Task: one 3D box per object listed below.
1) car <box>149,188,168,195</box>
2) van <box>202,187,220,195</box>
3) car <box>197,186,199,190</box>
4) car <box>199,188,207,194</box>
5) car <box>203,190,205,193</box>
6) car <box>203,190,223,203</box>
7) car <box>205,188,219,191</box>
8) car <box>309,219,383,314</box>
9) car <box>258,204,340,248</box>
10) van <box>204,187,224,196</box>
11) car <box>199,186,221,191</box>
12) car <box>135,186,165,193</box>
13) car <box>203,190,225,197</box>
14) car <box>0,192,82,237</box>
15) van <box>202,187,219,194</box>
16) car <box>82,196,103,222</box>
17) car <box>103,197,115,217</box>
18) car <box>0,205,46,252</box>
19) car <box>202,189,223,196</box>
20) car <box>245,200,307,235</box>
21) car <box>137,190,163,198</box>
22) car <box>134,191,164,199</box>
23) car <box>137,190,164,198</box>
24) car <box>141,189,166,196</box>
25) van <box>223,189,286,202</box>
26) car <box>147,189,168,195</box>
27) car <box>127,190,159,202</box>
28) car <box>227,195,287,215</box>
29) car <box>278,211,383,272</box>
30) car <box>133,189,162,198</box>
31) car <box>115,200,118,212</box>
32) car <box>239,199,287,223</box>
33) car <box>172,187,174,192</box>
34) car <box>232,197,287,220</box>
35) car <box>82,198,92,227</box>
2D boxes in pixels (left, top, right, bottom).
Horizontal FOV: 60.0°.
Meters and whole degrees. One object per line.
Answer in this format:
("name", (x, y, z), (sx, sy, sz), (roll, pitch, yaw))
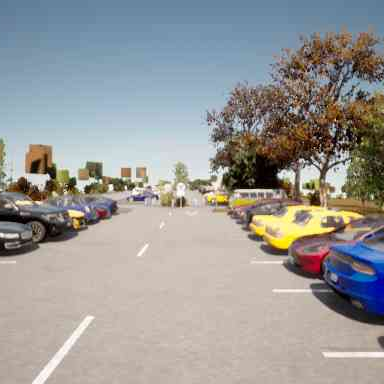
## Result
("car", (-8.320, -0.189, 82.870), (4.553, 1.767, 2.185), (0, 2, 0))
("van", (4.620, -0.285, 82.799), (4.442, 1.987, 1.878), (0, 2, 0))
("car", (4.691, -0.587, 93.891), (5.566, 2.045, 2.435), (0, 1, 0))
("car", (4.559, 0.546, 63.449), (5.366, 1.575, 1.946), (0, 2, 0))
("car", (4.720, 0.763, 57.913), (4.792, 1.488, 2.163), (0, 2, 0))
("car", (4.748, 0.914, 52.498), (5.008, 1.535, 2.097), (0, 2, 0))
("car", (4.783, 0.696, 55.264), (4.553, 1.767, 2.185), (0, 2, 0))
("car", (5.035, 1.401, 5.997), (5.008, 1.535, 2.097), (0, 0, 0))
("car", (5.226, 1.341, 11.443), (5.366, 1.575, 1.946), (0, 1, 0))
("van", (4.852, -0.048, 74.639), (4.442, 1.987, 1.878), (0, 2, 0))
("car", (4.769, 0.113, 68.978), (5.566, 2.045, 2.435), (0, 2, 0))
("car", (-8.305, 0.388, 60.674), (5.566, 2.045, 2.435), (0, 2, 0))
("car", (4.709, 0.301, 71.755), (4.792, 1.488, 2.163), (0, 2, 0))
("car", (-8.011, 1.047, 14.170), (5.566, 2.045, 2.435), (0, 1, 0))
("van", (4.840, -0.425, 88.354), (4.442, 1.987, 1.878), (0, 1, 0))
("car", (-8.009, 1.053, 19.744), (4.553, 1.767, 2.185), (0, 1, 0))
("car", (-8.011, 1.136, 22.533), (4.792, 1.488, 2.163), (0, 1, 0))
("car", (-8.046, 1.345, 11.386), (4.892, 1.521, 2.231), (0, 1, 0))
("car", (4.762, 0.121, 77.417), (4.792, 1.488, 2.163), (0, 2, 0))
("car", (5.226, 1.295, 14.238), (5.366, 1.575, 1.946), (0, 1, 0))
("car", (-8.331, 0.455, 66.232), (4.892, 1.521, 2.231), (0, 2, 0))
("car", (-8.150, 0.544, 63.457), (5.366, 1.575, 1.946), (0, 2, 0))
("car", (-8.525, 0.359, 69.006), (5.366, 1.575, 1.946), (0, 2, 0))
("car", (-8.530, 0.172, 74.676), (5.366, 1.575, 1.946), (0, 2, 0))
("van", (4.913, 0.809, 25.392), (4.442, 1.987, 1.878), (-1, 1, 0))
("car", (-8.355, 0.013, 80.094), (4.892, 1.521, 2.231), (0, 2, 0))
("car", (-8.358, 0.854, 55.134), (4.792, 1.488, 2.163), (0, 2, 0))
("car", (5.043, 1.143, 22.726), (4.674, 1.452, 2.002), (0, 1, 0))
("car", (5.011, 1.408, 8.788), (4.792, 1.488, 2.163), (0, 1, 0))
("car", (-8.325, 0.732, 57.908), (5.008, 1.535, 2.097), (0, 2, 0))
("car", (-8.069, 1.064, 25.316), (4.792, 1.488, 2.163), (0, 1, 0))
("car", (5.069, 1.272, 17.031), (4.792, 1.488, 2.163), (0, 1, 0))
("car", (-8.390, -0.310, 93.972), (4.792, 1.488, 2.163), (0, 1, 0))
("car", (5.043, 1.215, 19.942), (4.674, 1.452, 2.002), (0, 1, 0))
("car", (-8.045, 1.243, 16.968), (5.008, 1.535, 2.097), (0, 1, 0))
